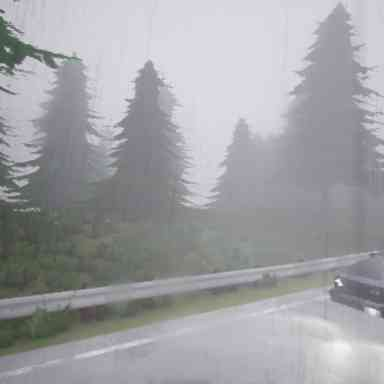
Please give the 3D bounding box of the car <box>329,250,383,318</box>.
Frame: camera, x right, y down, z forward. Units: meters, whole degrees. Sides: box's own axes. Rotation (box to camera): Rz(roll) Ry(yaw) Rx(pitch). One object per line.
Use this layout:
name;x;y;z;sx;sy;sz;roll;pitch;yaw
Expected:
car;5.190;1.569;6.770;5.357;1.411;2.033;1;0;-31
